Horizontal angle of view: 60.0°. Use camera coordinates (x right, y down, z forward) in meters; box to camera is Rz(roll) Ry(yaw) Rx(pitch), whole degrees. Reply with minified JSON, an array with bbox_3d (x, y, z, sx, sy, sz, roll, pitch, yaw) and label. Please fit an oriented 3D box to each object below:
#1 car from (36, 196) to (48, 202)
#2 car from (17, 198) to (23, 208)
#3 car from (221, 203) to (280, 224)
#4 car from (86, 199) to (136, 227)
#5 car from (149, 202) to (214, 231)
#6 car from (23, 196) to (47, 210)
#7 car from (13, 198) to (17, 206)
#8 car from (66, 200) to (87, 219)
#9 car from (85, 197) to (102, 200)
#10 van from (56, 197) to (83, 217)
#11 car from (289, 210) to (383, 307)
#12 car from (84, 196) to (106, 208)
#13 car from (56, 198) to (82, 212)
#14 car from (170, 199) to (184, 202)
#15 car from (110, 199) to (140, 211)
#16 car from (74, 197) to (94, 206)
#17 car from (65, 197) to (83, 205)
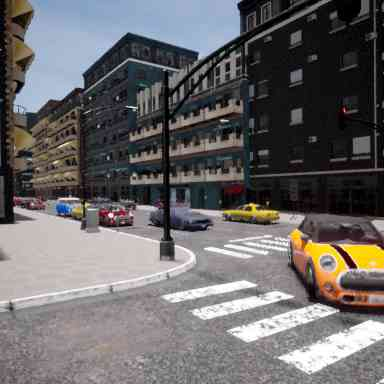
[{"bbox_3d":[-37.498,1.726,82.909,1.887,1.381,4.507,-1,1,-35],"label":"car"},{"bbox_3d":[-25.054,1.769,51.004,1.947,1.339,4.313,-1,1,-35],"label":"car"},{"bbox_3d":[4.152,1.498,24.455,1.752,1.417,4.829,-1,1,-35],"label":"car"},{"bbox_3d":[-5.787,1.552,23.961,1.967,1.590,4.097,-1,1,-35],"label":"car"},{"bbox_3d":[-0.868,1.608,21.521,2.033,1.411,5.357,-1,0,-35],"label":"car"},{"bbox_3d":[-21.844,1.627,46.496,1.967,1.590,4.097,-1,1,-35],"label":"car"},{"bbox_3d":[-31.477,1.781,60.018,1.887,1.381,4.507,-1,1,-35],"label":"car"},{"bbox_3d":[-8.898,1.651,28.330,1.752,1.417,4.829,-1,1,-35],"label":"car"},{"bbox_3d":[-8.520,1.449,32.263,2.097,1.767,4.553,-1,0,-35],"label":"car"},{"bbox_3d":[-12.211,1.482,32.973,1.690,1.788,3.998,-1,1,-35],"label":"van"},{"bbox_3d":[3.803,1.426,8.435,2.097,1.767,4.553,0,0,9],"label":"car"},{"bbox_3d":[-15.020,1.501,51.358,1.967,1.590,4.097,-1,1,-35],"label":"car"},{"bbox_3d":[-15.890,1.606,42.671,1.882,1.535,5.008,-1,0,-35],"label":"car"},{"bbox_3d":[-2.174,1.440,33.329,1.967,1.590,4.097,-1,1,-35],"label":"car"},{"bbox_3d":[-8.595,1.580,42.344,2.008,1.369,4.403,-1,1,-35],"label":"car"},{"bbox_3d":[-18.229,1.642,55.866,1.947,1.339,4.313,-1,1,-35],"label":"car"},{"bbox_3d":[-21.441,1.644,60.373,2.008,1.369,4.403,-1,1,-35],"label":"car"}]
